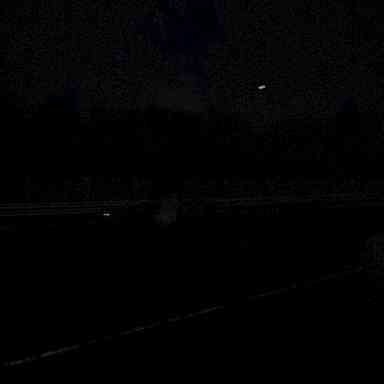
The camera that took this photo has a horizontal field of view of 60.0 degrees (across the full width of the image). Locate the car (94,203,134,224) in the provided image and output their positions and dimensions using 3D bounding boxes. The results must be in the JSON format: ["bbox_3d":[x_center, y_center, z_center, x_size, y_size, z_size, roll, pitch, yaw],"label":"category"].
[{"bbox_3d":[-3.044,1.519,18.965,4.718,1.301,1.895,-1,0,-35],"label":"car"}]

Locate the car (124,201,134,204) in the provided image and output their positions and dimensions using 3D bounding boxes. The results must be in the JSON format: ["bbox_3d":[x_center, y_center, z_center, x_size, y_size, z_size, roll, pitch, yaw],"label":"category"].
[{"bbox_3d":[-3.965,1.393,22.589,4.902,1.511,2.128,-1,0,-35],"label":"car"}]

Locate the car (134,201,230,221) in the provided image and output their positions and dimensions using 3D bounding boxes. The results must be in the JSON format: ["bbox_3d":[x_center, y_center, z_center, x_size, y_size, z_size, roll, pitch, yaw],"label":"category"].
[{"bbox_3d":[-0.211,1.259,16.671,4.553,1.767,2.097,-1,0,-35],"label":"car"}]
